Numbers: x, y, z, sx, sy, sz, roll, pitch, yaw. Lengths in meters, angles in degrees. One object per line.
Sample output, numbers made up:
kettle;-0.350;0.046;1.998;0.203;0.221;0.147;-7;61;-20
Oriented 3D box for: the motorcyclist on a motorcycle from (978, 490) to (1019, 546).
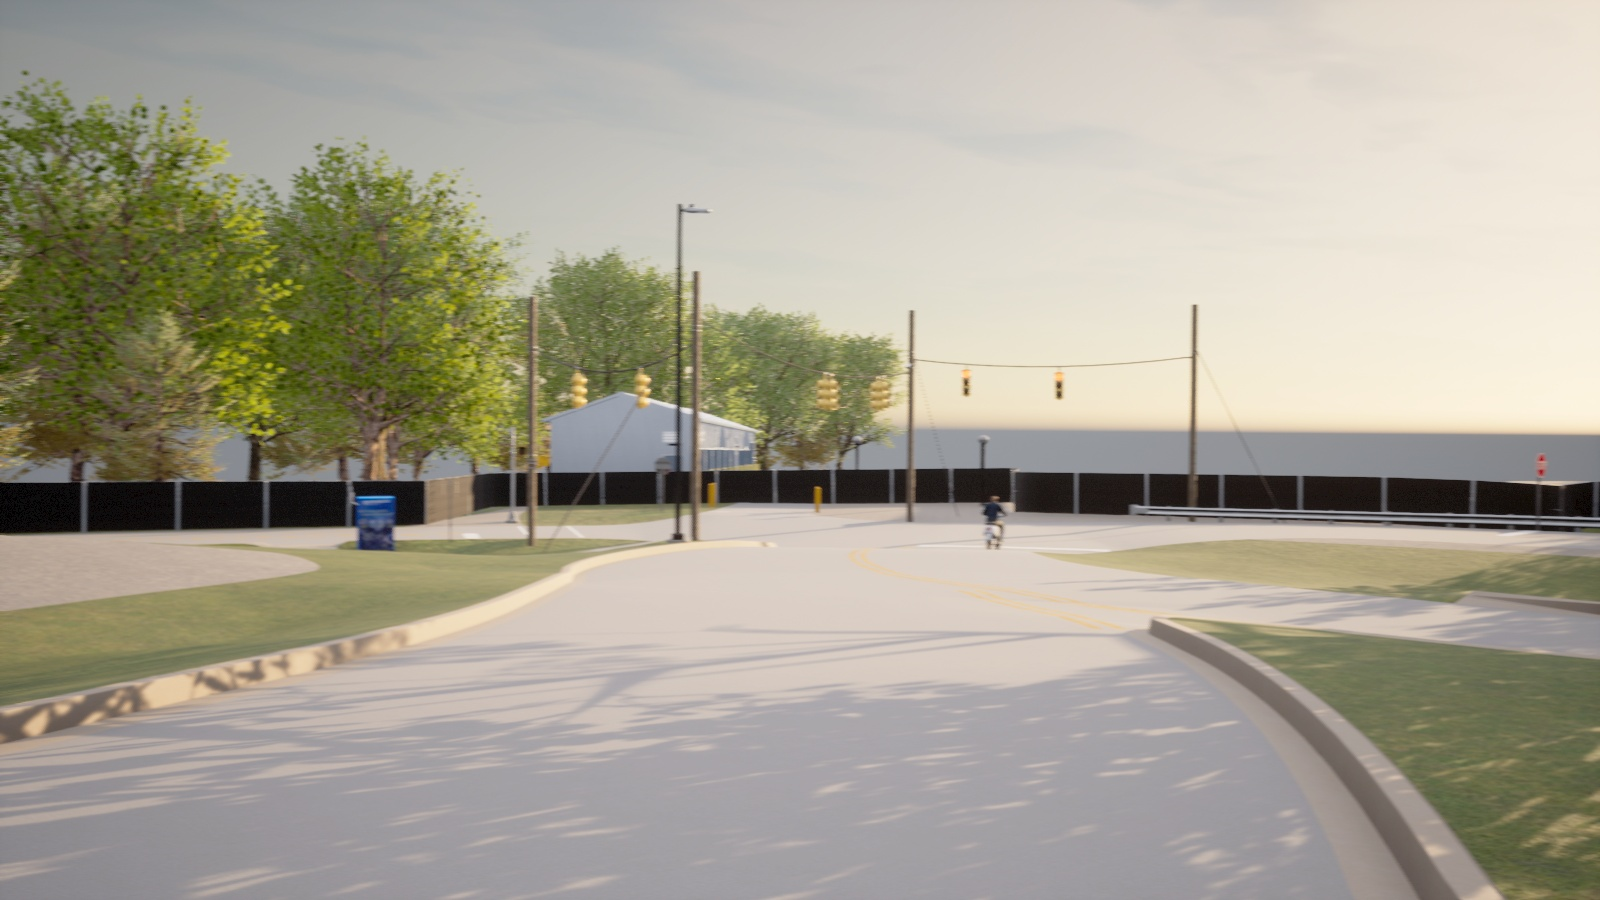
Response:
motorcyclist on a motorcycle;5.814;2.012;36.736;0.866;1.590;1.817;-1;-4;20
